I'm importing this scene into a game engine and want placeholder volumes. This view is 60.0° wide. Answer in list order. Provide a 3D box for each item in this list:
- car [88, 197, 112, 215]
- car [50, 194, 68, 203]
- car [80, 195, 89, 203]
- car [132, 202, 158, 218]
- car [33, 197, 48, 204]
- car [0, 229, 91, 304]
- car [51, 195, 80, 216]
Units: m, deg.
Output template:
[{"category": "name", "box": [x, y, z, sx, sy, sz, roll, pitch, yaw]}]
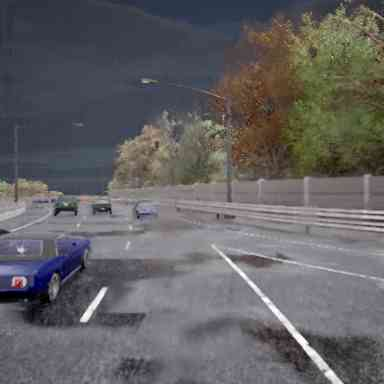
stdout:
[{"category": "car", "box": [-9.789, 1.550, 35.803, 1.882, 1.535, 5.008, 0, 0, -20]}, {"category": "car", "box": [-26.953, 1.363, 67.369, 2.097, 1.767, 4.553, 0, 0, -41]}, {"category": "car", "box": [-22.326, 1.333, 69.097, 2.097, 1.767, 4.553, 0, 0, -25]}, {"category": "car", "box": [-4.304, 1.583, 30.194, 2.033, 1.411, 5.357, 0, 0, -15]}, {"category": "car", "box": [-29.735, 1.579, 65.245, 1.994, 1.385, 4.181, 0, 0, -41]}, {"category": "car", "box": [-3.813, 1.628, 8.058, 1.895, 1.301, 4.718, 0, 0, -5]}, {"category": "car", "box": [-12.836, 1.314, 34.081, 2.150, 2.045, 5.566, 0, 0, -19]}]
